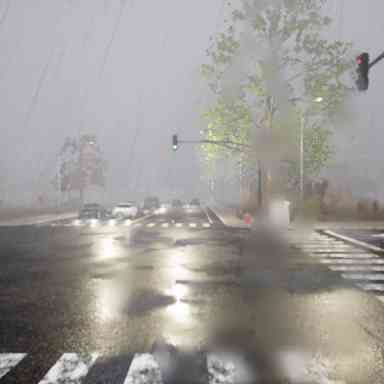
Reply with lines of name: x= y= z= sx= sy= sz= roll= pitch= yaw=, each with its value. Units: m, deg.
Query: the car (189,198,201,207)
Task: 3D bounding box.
car: x=0.537 y=2.069 z=61.778 sx=1.837 sy=1.490 sz=4.892 roll=0 pitch=0 yaw=1

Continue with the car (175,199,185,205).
car: x=-2.541 y=2.142 z=72.278 sx=1.895 sy=1.301 sz=4.718 roll=0 pitch=0 yaw=1

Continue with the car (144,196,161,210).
car: x=-6.150 y=1.707 z=52.361 sx=2.150 sy=2.045 sz=5.566 roll=0 pitch=-1 yaw=1

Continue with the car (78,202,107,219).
car: x=-9.804 y=1.818 z=33.129 sx=1.837 sy=1.490 sz=4.892 roll=0 pitch=0 yaw=-1

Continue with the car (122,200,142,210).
car: x=-9.382 y=2.034 z=52.673 sx=2.033 sy=1.411 sz=5.357 roll=0 pitch=-1 yaw=1

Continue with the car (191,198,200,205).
car: x=0.708 y=2.046 z=72.195 sx=1.837 sy=1.490 sz=4.892 roll=0 pitch=0 yaw=1

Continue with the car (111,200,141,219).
car: x=-6.533 y=1.837 z=32.784 sx=1.812 sy=1.442 sz=4.674 roll=0 pitch=0 yaw=1

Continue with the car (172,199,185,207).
car: x=-2.713 y=2.042 z=61.831 sx=1.882 sy=1.535 sz=5.008 roll=0 pitch=0 yaw=1
